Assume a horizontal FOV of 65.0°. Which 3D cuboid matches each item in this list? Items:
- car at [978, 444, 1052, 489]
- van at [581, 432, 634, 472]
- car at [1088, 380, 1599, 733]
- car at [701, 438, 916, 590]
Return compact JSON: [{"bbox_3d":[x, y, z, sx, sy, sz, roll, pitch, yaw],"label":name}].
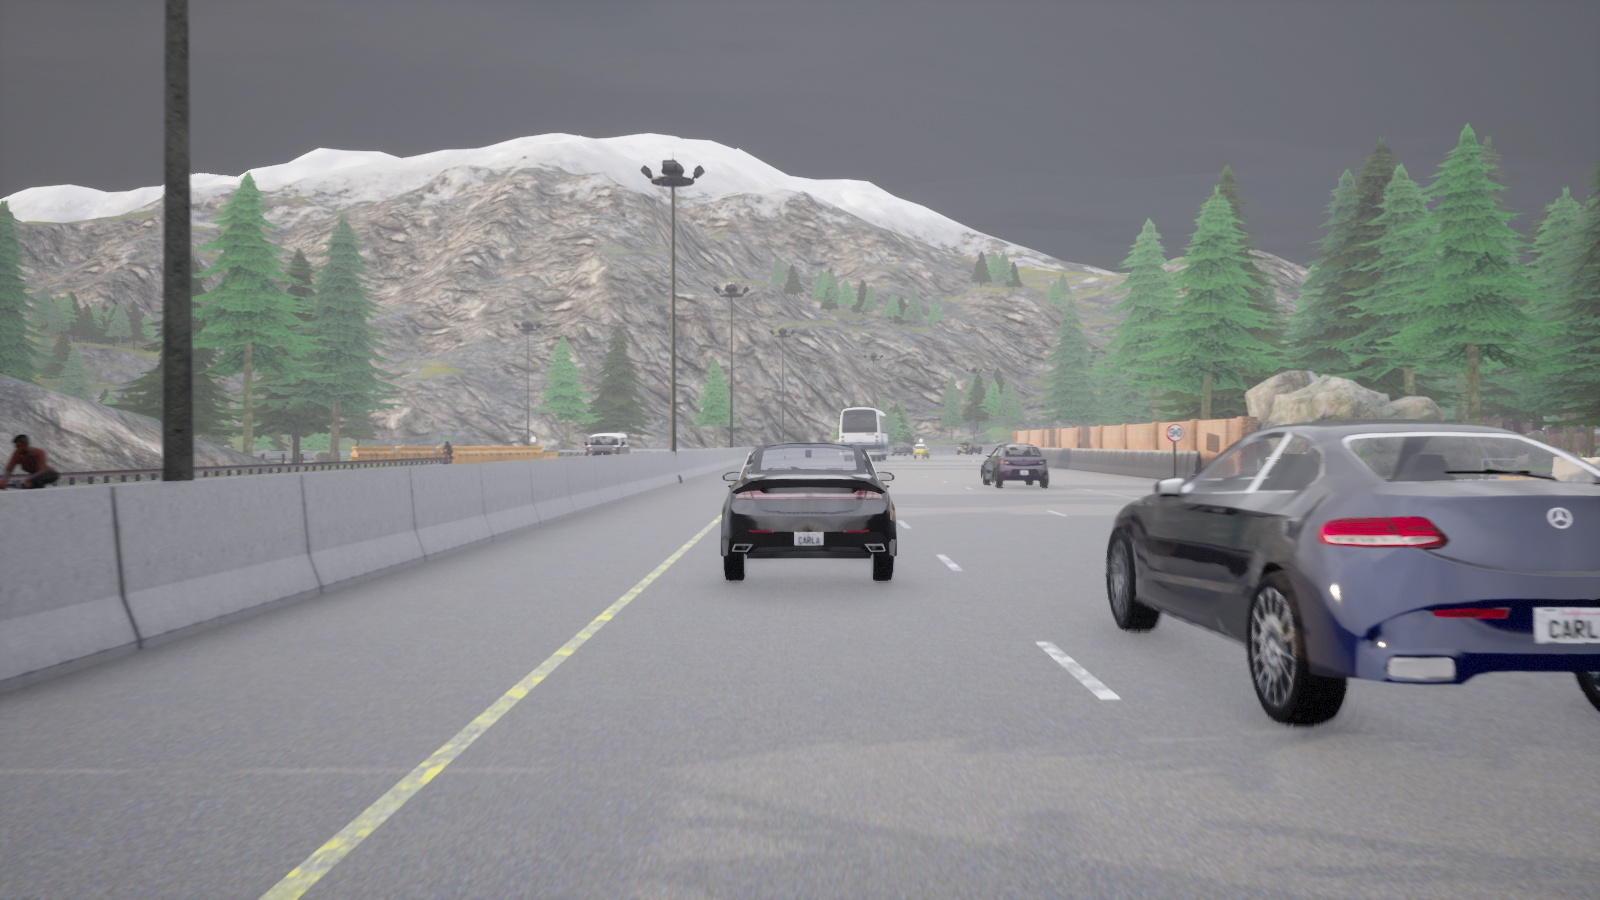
[{"bbox_3d":[7.258,0.525,42.720,1.816,1.474,4.193,0,0,0],"label":"car"},{"bbox_3d":[-10.108,0.089,66.231,2.069,2.038,4.480,0,0,0],"label":"van"},{"bbox_3d":[3.563,0.481,8.382,2.152,1.651,5.027,0,0,0],"label":"car"},{"bbox_3d":[0.100,0.619,14.901,2.128,1.511,4.902,0,0,0],"label":"car"}]
